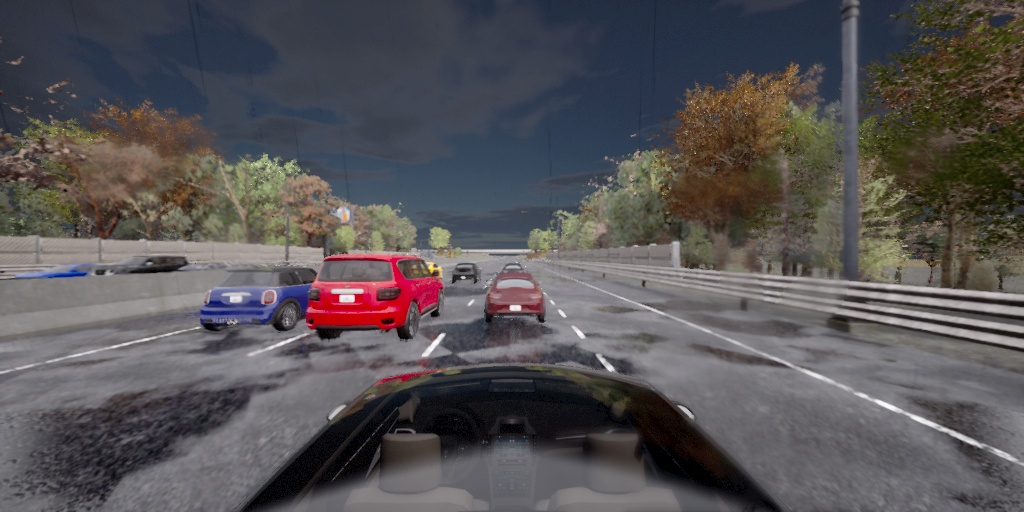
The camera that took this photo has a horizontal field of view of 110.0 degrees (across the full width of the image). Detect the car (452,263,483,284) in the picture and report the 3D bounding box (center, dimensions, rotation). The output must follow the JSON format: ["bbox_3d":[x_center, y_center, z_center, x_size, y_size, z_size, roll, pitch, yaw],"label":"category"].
[{"bbox_3d":[-3.413,1.269,27.504,1.837,1.490,4.892,0,0,0],"label":"car"}]

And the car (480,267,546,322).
[{"bbox_3d":[0.096,1.279,12.259,1.812,1.442,4.674,0,0,0],"label":"car"}]

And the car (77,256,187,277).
[{"bbox_3d":[-24.610,0.982,24.075,2.150,2.045,5.566,0,0,0],"label":"car"}]

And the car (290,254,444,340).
[{"bbox_3d":[-3.406,0.974,10.083,2.150,2.045,5.566,0,0,0],"label":"car"}]

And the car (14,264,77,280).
[{"bbox_3d":[-28.108,1.236,22.988,1.882,1.535,5.008,0,0,0],"label":"car"}]

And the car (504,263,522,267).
[{"bbox_3d":[0.087,1.292,28.534,1.812,1.442,4.674,0,0,0],"label":"car"}]

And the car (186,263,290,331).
[{"bbox_3d":[-6.905,1.104,11.097,2.097,1.767,4.553,0,0,0],"label":"car"}]

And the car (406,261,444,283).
[{"bbox_3d":[-6.911,1.243,29.107,1.882,1.535,5.008,0,0,0],"label":"car"}]

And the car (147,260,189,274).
[{"bbox_3d":[-21.110,1.252,24.401,2.128,1.511,4.902,0,0,0],"label":"car"}]
